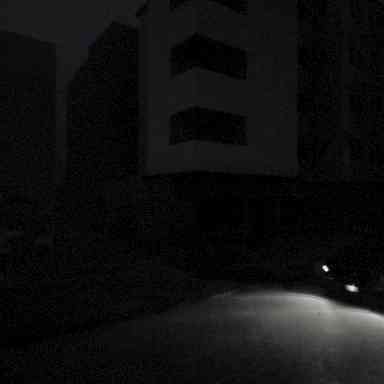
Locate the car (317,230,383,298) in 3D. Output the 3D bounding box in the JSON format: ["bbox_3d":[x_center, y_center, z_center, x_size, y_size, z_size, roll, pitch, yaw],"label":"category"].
[{"bbox_3d":[5.564,1.707,8.711,5.357,1.411,2.033,1,-1,-36],"label":"car"}]
